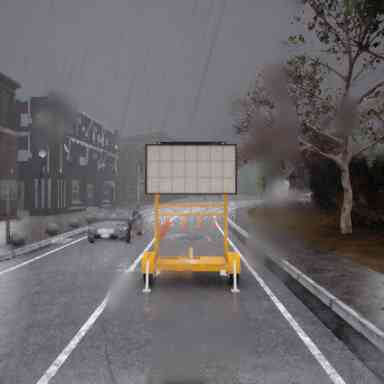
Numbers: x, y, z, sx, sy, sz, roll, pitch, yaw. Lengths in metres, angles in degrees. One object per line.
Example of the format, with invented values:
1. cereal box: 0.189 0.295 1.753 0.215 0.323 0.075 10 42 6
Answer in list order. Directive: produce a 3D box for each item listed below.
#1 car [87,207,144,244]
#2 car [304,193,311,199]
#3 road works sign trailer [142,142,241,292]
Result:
1. car: -3.460 1.496 15.812 2.128 1.511 4.902 0 0 1
2. car: 28.584 0.769 78.404 5.008 1.535 1.882 -2 0 -28
3. road works sign trailer: -0.021 0.467 8.899 2.380 3.560 2.880 0 0 0
